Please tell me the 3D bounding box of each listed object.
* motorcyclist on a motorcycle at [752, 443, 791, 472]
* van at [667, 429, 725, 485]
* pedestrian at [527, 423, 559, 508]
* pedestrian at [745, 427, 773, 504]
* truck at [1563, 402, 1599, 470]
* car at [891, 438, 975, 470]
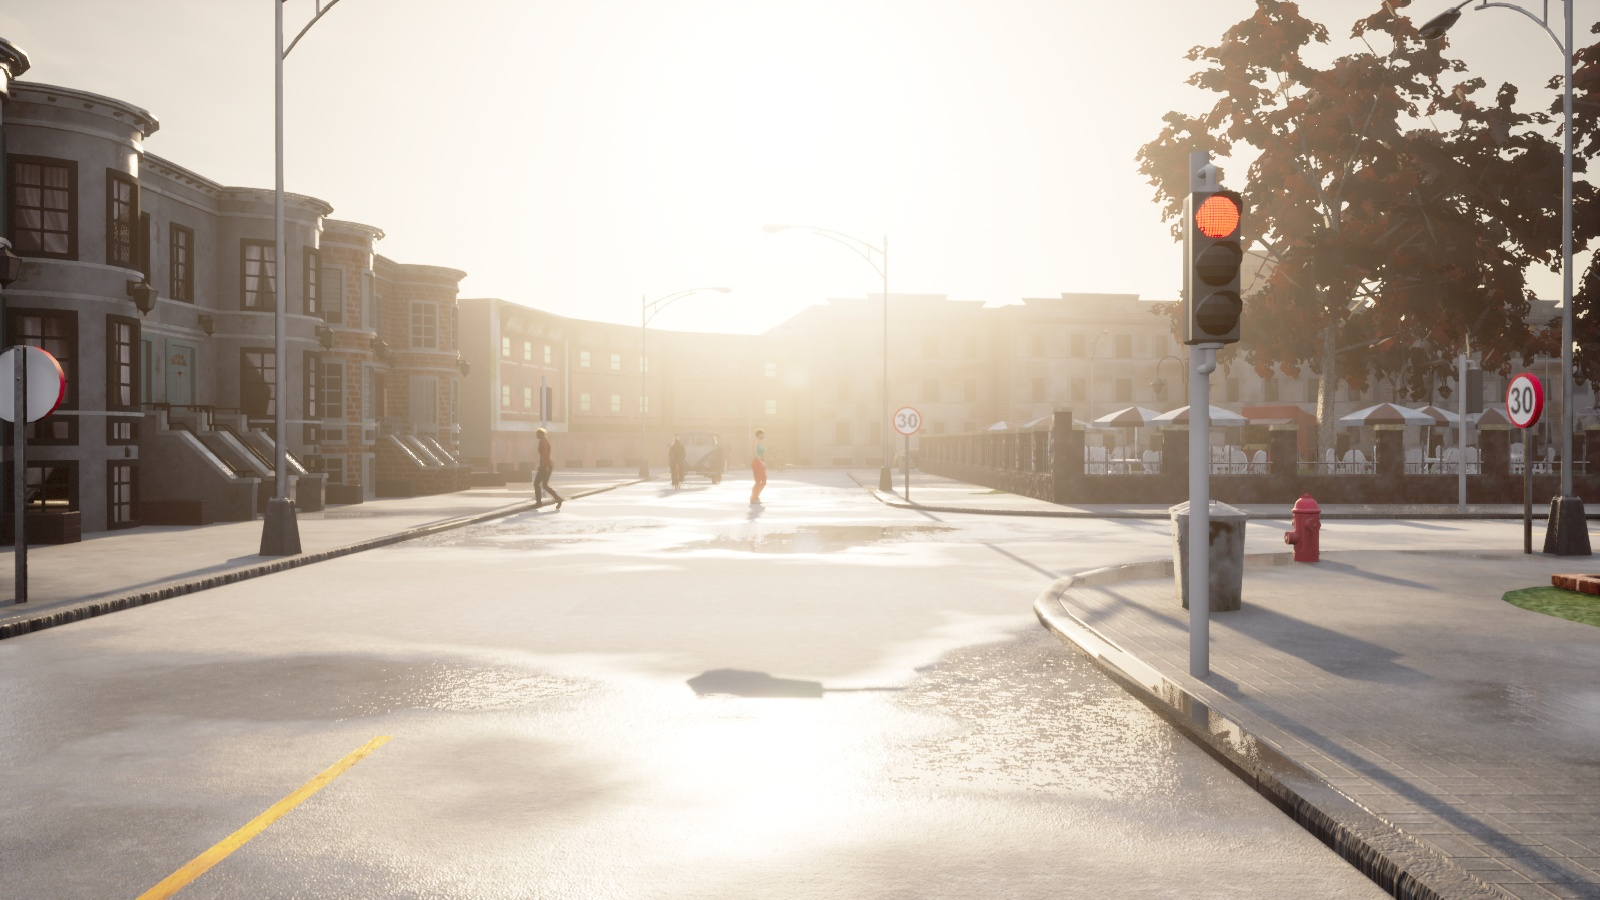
[{"bbox_3d":[-1.521,0.402,67.340,0.866,1.530,2.191,0,0,40],"label":"motorcyclist on a motorcycle"},{"bbox_3d":[-3.846,0.230,47.094,1.775,1.987,4.442,0,0,0],"label":"van"},{"bbox_3d":[-5.643,0.337,27.586,0.636,1.846,0.331,0,0,5],"label":"pedestrian"},{"bbox_3d":[-0.976,0.372,30.077,0.594,1.836,0.345,0,0,17],"label":"pedestrian"},{"bbox_3d":[48.551,-0.782,71.481,8.468,3.827,2.891,0,0,0],"label":"truck"},{"bbox_3d":[7.555,0.208,71.534,4.553,1.767,2.097,0,0,-1],"label":"car"}]
